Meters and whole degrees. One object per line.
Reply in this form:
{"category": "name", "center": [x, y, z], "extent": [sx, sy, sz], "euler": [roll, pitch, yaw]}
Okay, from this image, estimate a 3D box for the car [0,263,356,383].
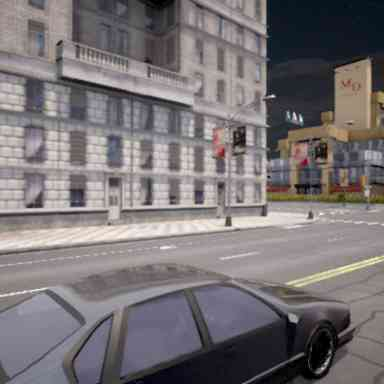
{"category": "car", "center": [-0.274, 1.573, 3.708], "extent": [5.357, 1.411, 2.033], "euler": [1, -1, -38]}
